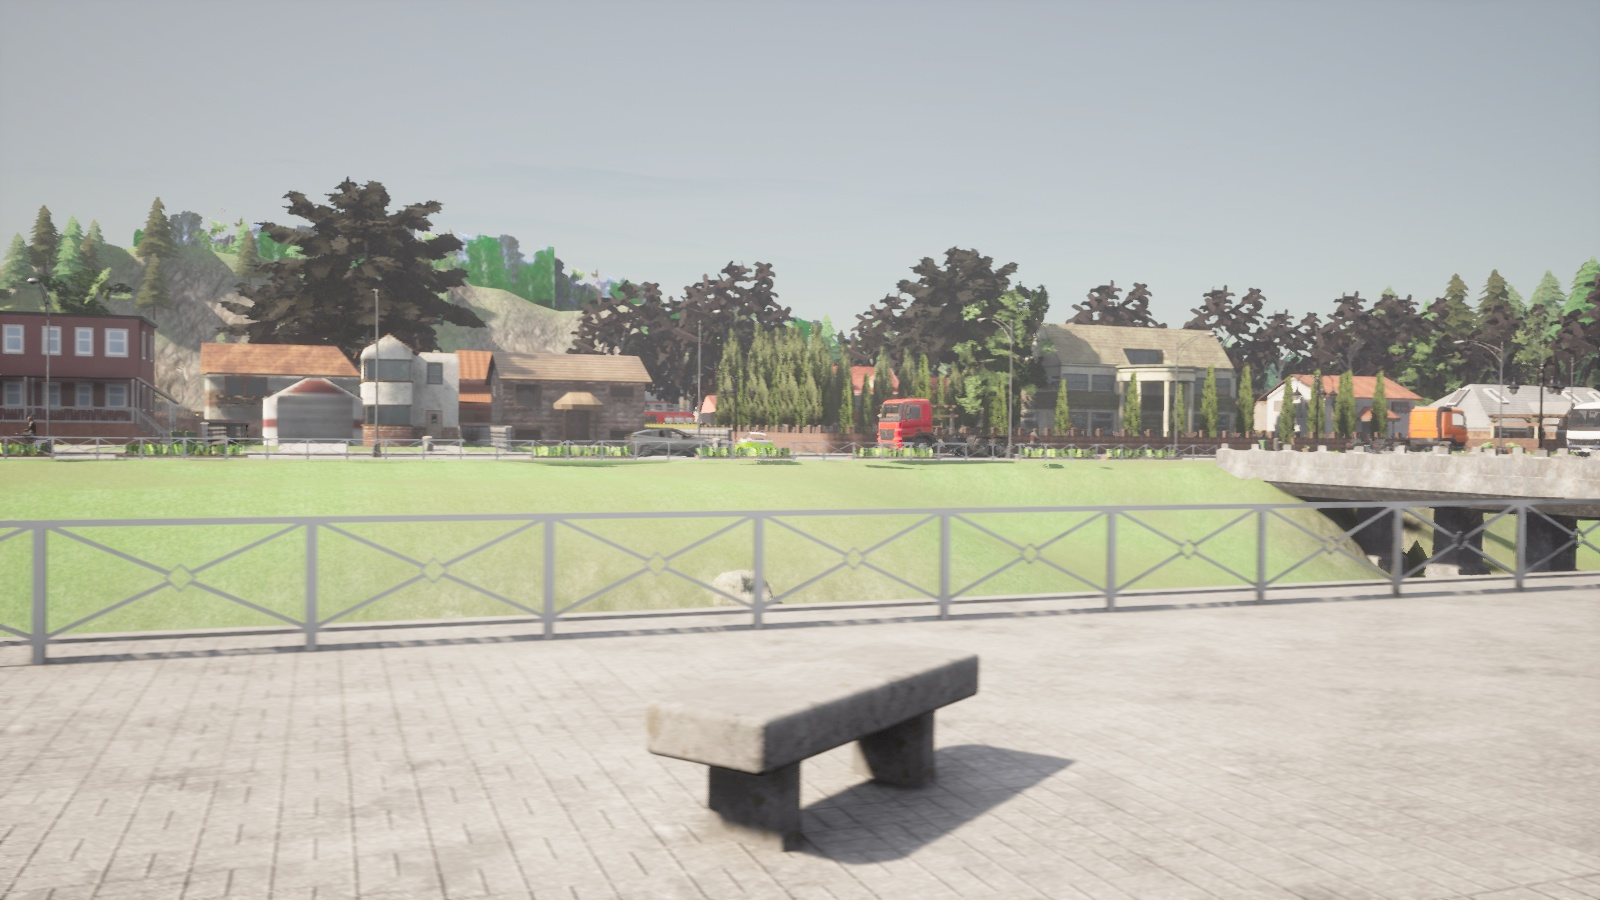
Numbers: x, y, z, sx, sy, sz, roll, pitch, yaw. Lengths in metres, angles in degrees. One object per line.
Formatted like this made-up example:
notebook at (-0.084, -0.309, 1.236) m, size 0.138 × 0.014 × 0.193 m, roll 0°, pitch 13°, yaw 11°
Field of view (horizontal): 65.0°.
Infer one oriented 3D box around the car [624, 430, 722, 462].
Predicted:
car at (-6.400, -0.212, 63.053) m, size 4.514 × 1.525 × 2.007 m, roll -1°, pitch 1°, yaw -21°

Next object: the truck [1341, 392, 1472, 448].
truck at (38.726, -1.907, 80.162) m, size 7.936 × 3.462 × 2.891 m, roll -1°, pitch 1°, yaw -21°

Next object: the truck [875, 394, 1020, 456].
truck at (8.586, -1.465, 73.006) m, size 7.936 × 3.462 × 2.891 m, roll -1°, pitch 1°, yaw -21°

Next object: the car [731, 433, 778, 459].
car at (-2.511, -0.240, 68.808) m, size 2.207 × 1.376 × 1.481 m, roll -1°, pitch 1°, yaw -21°
